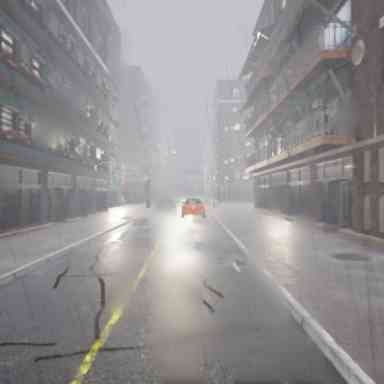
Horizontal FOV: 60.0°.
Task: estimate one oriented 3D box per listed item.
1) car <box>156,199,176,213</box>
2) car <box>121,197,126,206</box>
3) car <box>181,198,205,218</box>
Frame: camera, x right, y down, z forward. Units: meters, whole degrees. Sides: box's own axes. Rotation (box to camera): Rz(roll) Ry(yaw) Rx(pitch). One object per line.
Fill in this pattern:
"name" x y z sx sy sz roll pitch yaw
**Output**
"car" -2.749 1.460 36.190 1.882 1.535 5.008 0 0 0
"car" -13.502 1.546 57.022 4.097 1.590 1.967 -1 0 0
"car" 0.104 1.334 30.523 2.097 1.767 4.553 0 0 0
